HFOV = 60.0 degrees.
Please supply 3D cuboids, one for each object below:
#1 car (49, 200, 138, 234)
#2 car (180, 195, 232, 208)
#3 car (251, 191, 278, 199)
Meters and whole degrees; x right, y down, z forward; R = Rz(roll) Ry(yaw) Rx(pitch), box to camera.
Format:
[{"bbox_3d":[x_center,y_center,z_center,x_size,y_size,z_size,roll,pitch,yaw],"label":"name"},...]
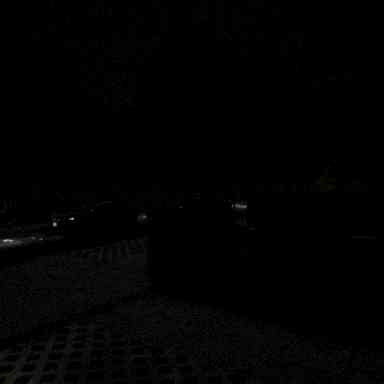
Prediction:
[{"bbox_3d":[-4.971,1.188,17.474,2.128,1.511,4.902,0,1,35],"label":"car"},{"bbox_3d":[1.216,0.972,26.183,2.033,1.411,5.357,0,2,35],"label":"car"},{"bbox_3d":[7.926,0.647,35.597,1.812,1.442,4.674,0,2,37],"label":"car"}]
